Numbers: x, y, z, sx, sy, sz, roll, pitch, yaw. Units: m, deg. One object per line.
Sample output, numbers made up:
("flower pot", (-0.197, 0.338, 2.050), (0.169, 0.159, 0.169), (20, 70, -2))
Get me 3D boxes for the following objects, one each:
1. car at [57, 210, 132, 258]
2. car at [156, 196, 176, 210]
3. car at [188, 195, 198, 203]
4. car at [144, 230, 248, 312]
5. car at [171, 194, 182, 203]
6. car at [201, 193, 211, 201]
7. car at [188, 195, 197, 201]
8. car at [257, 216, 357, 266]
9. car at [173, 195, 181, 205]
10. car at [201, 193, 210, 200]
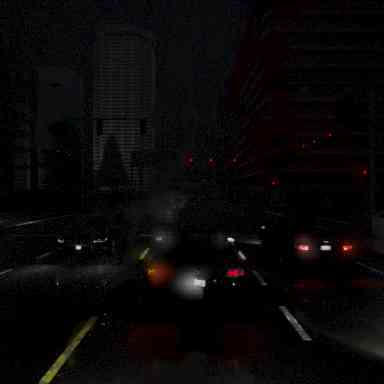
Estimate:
("car", (-3.579, 1.505, 12.927), (1.837, 1.490, 4.892), (0, 0, 0))
("car", (-3.532, 1.601, 43.219), (1.895, 1.301, 4.718), (0, 0, 0))
("car", (0.138, 1.502, 71.113), (1.837, 1.490, 4.892), (0, 0, 0))
("car", (0.081, 1.564, 7.820), (1.994, 1.385, 4.181), (0, 0, 0))
("car", (-3.387, 1.355, 71.909), (2.097, 1.767, 4.553), (0, 0, 0))
("car", (3.627, 1.493, 80.597), (1.837, 1.490, 4.892), (0, 0, 0))
("car", (0.128, 1.534, 81.459), (2.033, 1.411, 5.357), (0, 0, 0))
("car", (3.607, 1.547, 11.437), (2.033, 1.411, 5.357), (0, 0, 0))
("car", (-3.489, 1.491, 58.211), (2.128, 1.511, 4.902), (0, 0, 0))
("car", (3.642, 1.207, 90.481), (2.150, 2.045, 5.566), (0, 0, 0))
